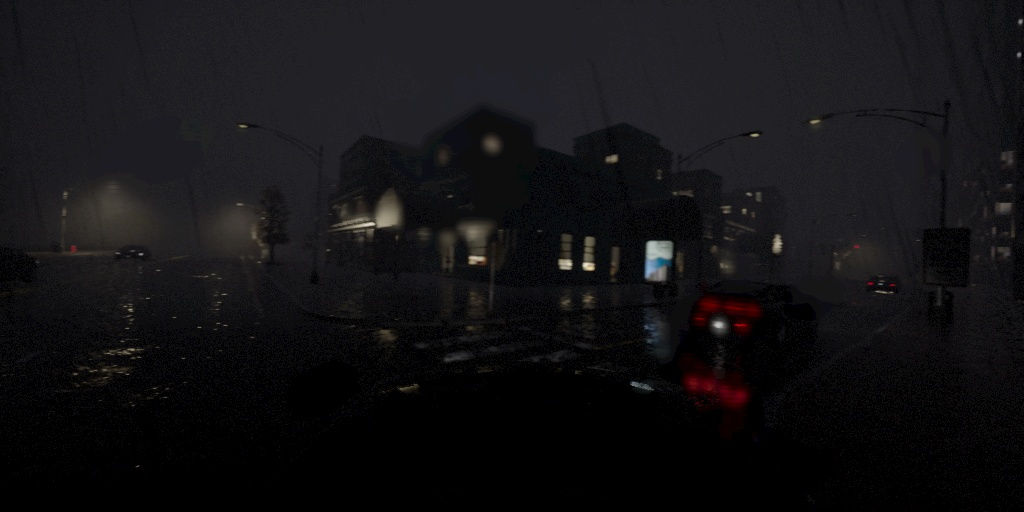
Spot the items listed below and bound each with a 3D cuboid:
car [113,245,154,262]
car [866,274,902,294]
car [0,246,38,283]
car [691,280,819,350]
[{"bbox_3d":[-34.661,-0.275,32.967,1.812,1.442,4.674,3,-1,-37],"label":"car"},{"bbox_3d":[31.592,2.408,30.529,5.357,1.411,2.033,2,0,-41],"label":"car"},{"bbox_3d":[-19.500,0.321,12.991,1.882,1.535,5.008,3,0,-37],"label":"car"},{"bbox_3d":[6.670,1.418,9.709,4.892,1.490,1.837,2,0,-38],"label":"car"}]
